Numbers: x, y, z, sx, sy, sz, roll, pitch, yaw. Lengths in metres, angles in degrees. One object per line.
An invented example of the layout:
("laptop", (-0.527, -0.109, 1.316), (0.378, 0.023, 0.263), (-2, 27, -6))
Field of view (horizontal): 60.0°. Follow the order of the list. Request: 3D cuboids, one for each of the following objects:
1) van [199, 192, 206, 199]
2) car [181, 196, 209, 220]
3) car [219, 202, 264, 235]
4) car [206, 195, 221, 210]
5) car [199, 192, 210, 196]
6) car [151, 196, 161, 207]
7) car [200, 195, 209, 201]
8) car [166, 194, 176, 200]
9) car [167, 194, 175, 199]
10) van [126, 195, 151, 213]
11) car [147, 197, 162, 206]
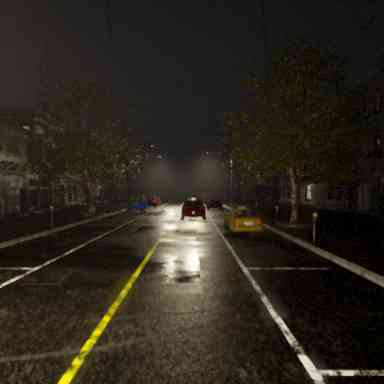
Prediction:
("van", (2.724, 1.020, 89.994), (1.690, 1.788, 3.998), (-1, 0, 0))
("car", (0.112, 1.381, 27.297), (1.882, 1.535, 5.008), (0, 0, 0))
("car", (2.696, 1.461, 18.093), (1.752, 1.417, 4.829), (-1, 0, 0))
("car", (2.705, 1.403, 40.098), (1.887, 1.381, 4.507), (-1, 0, 0))
("car", (2.715, 1.074, 67.817), (2.192, 1.841, 5.009), (-1, 0, 0))
("car", (-5.674, 1.278, 45.645), (1.967, 1.590, 4.097), (0, 0, 0))
("car", (2.719, 1.290, 73.362), (2.008, 1.369, 4.403), (-1, 0, 0))
("car", (-5.657, 1.243, 84.453), (1.887, 1.381, 4.507), (0, 0, 0))
("car", (-5.655, 1.223, 89.998), (1.887, 1.381, 4.507), (0, 0, 0))
("van", (-5.680, 1.219, 34.557), (1.690, 1.788, 3.998), (0, 0, 0))
("car", (-5.671, 1.400, 51.190), (1.802, 1.307, 4.206), (0, 0, 0))
